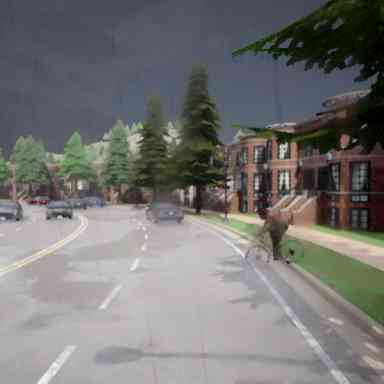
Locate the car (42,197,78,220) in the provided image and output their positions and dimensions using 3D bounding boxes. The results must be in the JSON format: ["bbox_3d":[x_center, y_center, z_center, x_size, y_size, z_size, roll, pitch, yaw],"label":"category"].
[{"bbox_3d":[-10.480,1.386,26.197,2.033,1.411,5.357,0,0,-23],"label":"car"}]

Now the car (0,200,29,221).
[{"bbox_3d":[-13.696,1.395,24.817,2.033,1.411,5.357,0,0,-23],"label":"car"}]

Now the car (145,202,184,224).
[{"bbox_3d":[-2.033,1.379,23.182,2.033,1.411,5.357,0,0,-17],"label":"car"}]

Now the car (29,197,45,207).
[{"bbox_3d":[-20.748,1.268,45.330,4.718,1.301,1.895,0,1,39],"label":"car"}]

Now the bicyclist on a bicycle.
[{"bbox_3d":[2.250,1.301,9.329,1.656,1.620,0.582,-9,0,0],"label":"bicyclist on a bicycle"}]

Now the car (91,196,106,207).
[{"bbox_3d":[-13.022,1.235,42.722,2.033,1.411,5.357,0,0,-42],"label":"car"}]

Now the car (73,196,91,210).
[{"bbox_3d":[-13.546,1.287,37.823,1.994,1.385,4.181,0,1,-37],"label":"car"}]
